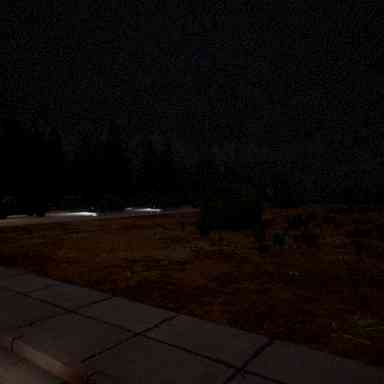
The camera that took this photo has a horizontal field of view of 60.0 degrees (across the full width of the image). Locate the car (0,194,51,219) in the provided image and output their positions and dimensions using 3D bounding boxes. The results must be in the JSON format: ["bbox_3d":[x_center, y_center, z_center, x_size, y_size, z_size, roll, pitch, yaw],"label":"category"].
[{"bbox_3d":[-15.488,1.248,29.727,2.150,2.045,5.566,0,0,36],"label":"car"}]

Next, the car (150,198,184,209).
[{"bbox_3d":[-3.386,1.574,46.082,2.033,1.411,5.357,0,0,37],"label":"car"}]

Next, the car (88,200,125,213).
[{"bbox_3d":[-9.588,1.591,37.702,1.994,1.385,4.181,0,0,37],"label":"car"}]

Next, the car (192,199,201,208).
[{"bbox_3d":[1.938,1.591,47.246,1.994,1.385,4.181,0,0,39],"label":"car"}]
